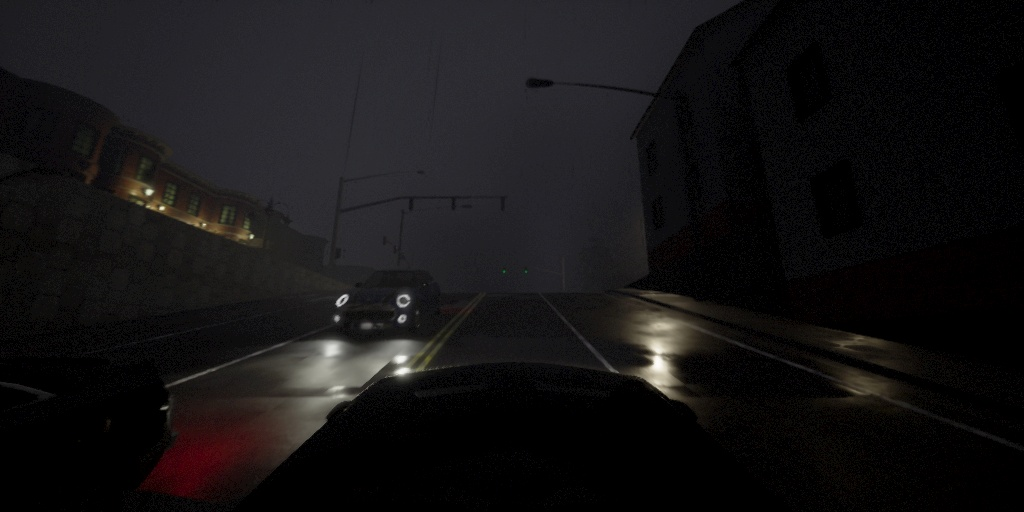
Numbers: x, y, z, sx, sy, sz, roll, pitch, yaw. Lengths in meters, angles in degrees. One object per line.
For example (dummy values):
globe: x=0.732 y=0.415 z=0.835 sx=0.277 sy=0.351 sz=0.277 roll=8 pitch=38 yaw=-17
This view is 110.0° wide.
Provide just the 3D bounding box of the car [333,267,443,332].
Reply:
car: x=-3.552 y=1.162 z=11.050 sx=2.097 sy=1.767 sz=4.553 roll=0 pitch=-1 yaw=0

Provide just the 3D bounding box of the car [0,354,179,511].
car: x=-3.590 y=1.190 z=0.767 sx=2.128 sy=1.511 sz=4.902 roll=0 pitch=-1 yaw=0
